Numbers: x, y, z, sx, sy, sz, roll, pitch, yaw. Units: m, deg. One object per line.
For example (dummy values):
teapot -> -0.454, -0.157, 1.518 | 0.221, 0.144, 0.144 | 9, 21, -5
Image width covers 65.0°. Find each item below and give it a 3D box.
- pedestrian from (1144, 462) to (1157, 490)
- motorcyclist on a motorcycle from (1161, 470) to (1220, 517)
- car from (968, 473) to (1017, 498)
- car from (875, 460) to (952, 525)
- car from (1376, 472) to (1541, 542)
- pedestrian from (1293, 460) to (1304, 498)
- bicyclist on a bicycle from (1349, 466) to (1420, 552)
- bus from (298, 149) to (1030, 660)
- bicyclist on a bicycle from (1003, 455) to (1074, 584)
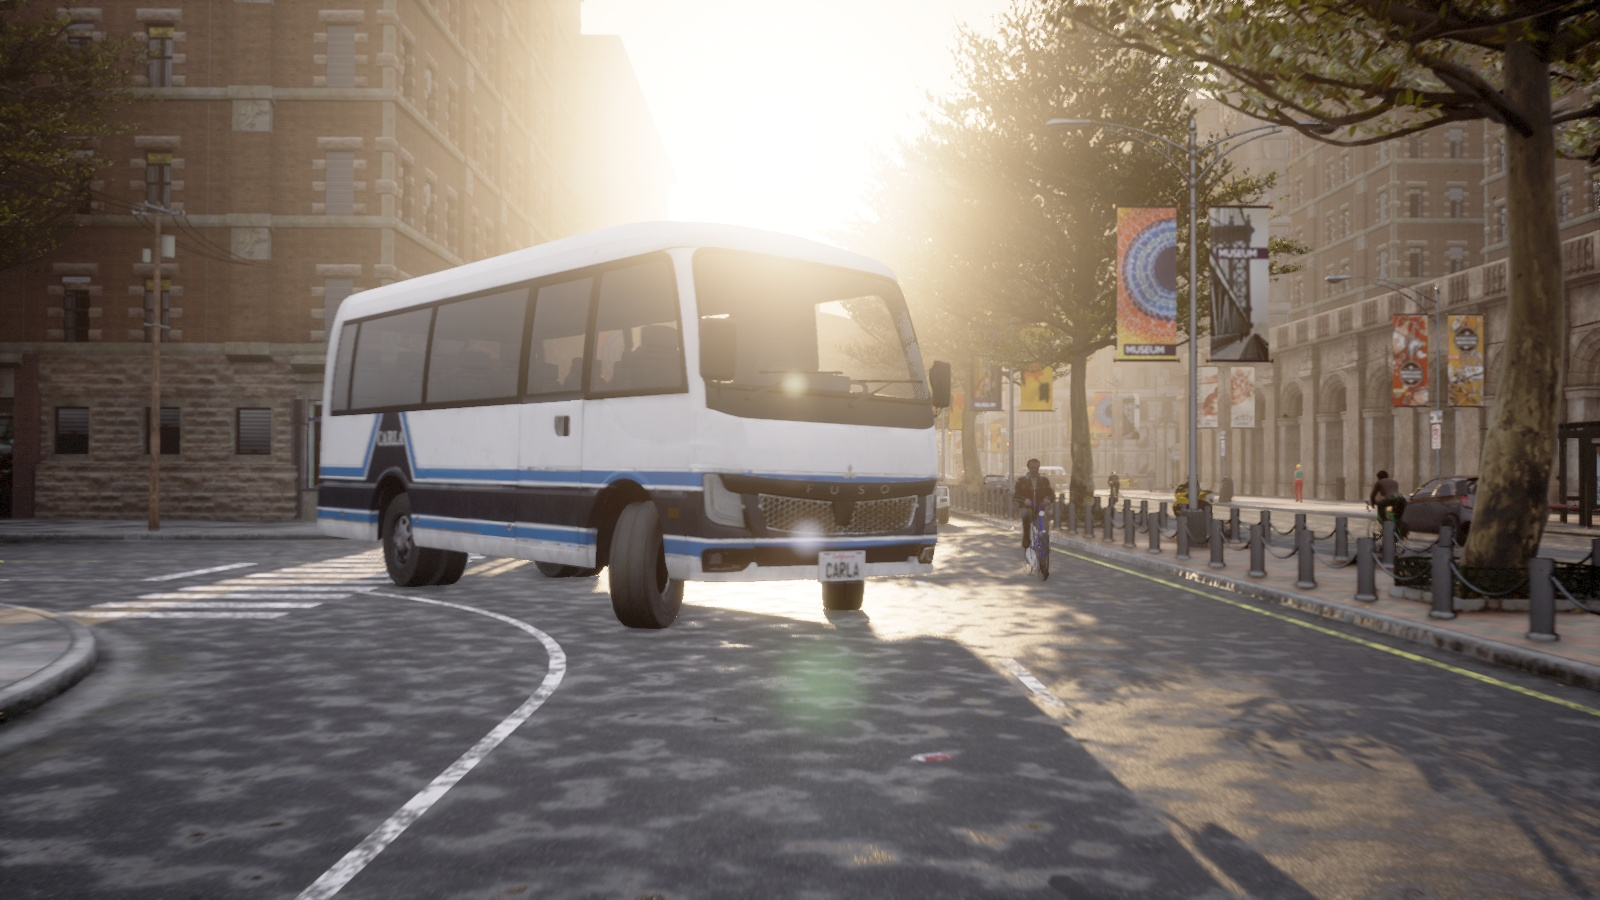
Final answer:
pedestrian -> 24.778, 1.858, 88.774 | 0.659, 1.952, 0.873 | 0, -1, 0
motorcyclist on a motorcycle -> 13.202, 1.456, 42.550 | 0.797, 1.523, 2.044 | 0, -1, -21
car -> 11.320, 2.056, 74.056 | 2.033, 1.411, 5.357 | 0, -1, 0
car -> 3.405, 1.262, 38.474 | 1.932, 1.855, 4.605 | 0, -1, 0
car -> 14.930, 1.249, 28.711 | 1.845, 1.501, 3.633 | 0, -1, 0
pedestrian -> 23.761, 1.379, 59.897 | 0.345, 1.836, 0.594 | 0, -1, 8
bicyclist on a bicycle -> 11.439, 1.134, 24.621 | 0.582, 1.620, 1.656 | 0, -1, 0
bus -> -2.454, -0.290, 15.635 | 3.944, 4.253, 10.273 | 2, -2, -40
bicyclist on a bicycle -> 3.454, 0.978, 18.312 | 0.659, 1.776, 1.843 | 0, -1, 0
